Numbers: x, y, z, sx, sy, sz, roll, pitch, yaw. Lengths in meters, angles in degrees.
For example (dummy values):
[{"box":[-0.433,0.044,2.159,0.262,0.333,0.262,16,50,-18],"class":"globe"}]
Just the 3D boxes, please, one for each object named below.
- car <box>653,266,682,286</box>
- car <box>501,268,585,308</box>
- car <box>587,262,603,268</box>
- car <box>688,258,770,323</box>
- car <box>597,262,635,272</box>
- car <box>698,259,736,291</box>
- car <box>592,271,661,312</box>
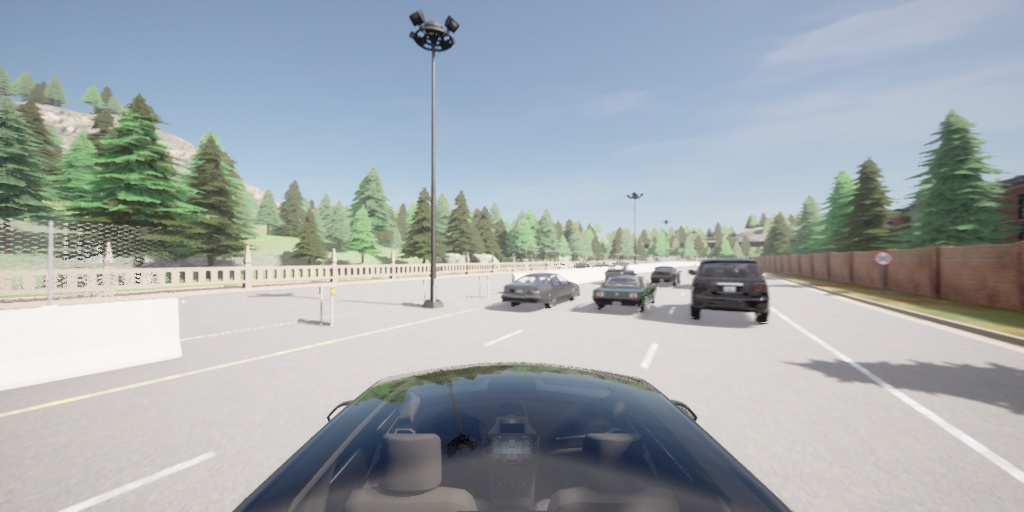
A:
[{"box":[12.146,1.526,28.344,1.837,1.490,4.892,0,0,30],"class":"car"},{"box":[1.472,1.449,16.178,2.033,1.411,5.357,0,-1,28],"class":"car"},{"box":[15.510,1.877,63.204,2.128,1.511,4.902,0,-1,30],"class":"car"},{"box":[7.704,1.086,12.992,2.150,2.045,5.566,0,0,28],"class":"car"},{"box":[9.091,1.533,30.052,2.128,1.511,4.902,0,-1,30],"class":"car"},{"box":[14.736,1.214,25.826,2.150,2.045,5.566,0,0,29],"class":"car"},{"box":[4.923,1.489,15.192,1.895,1.301,4.718,0,-1,28],"class":"car"}]
